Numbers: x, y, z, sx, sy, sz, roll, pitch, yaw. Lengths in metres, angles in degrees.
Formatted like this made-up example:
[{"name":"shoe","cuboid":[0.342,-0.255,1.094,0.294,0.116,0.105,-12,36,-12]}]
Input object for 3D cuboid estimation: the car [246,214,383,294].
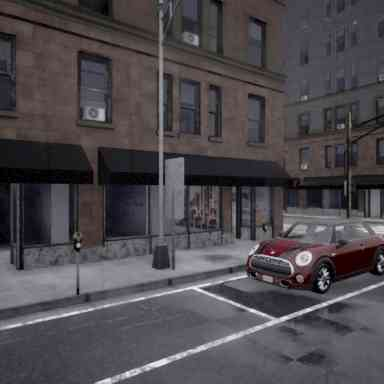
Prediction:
[{"name":"car","cuboid":[3.312,1.440,8.722,4.097,1.590,1.967,0,0,-37]}]
